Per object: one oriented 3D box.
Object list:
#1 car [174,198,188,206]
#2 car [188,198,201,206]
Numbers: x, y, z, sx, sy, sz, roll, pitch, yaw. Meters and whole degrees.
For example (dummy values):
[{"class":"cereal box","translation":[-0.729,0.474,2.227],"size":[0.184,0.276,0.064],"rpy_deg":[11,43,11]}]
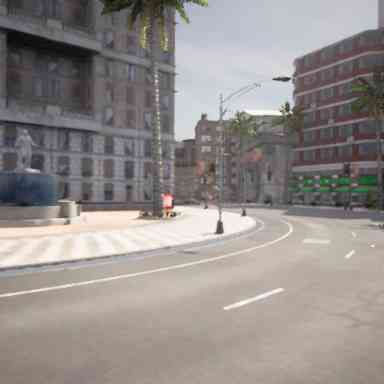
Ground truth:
[{"class":"car","translation":[-3.102,1.910,62.458],"size":[1.994,1.385,4.181],"rpy_deg":[1,0,-33]},{"class":"car","translation":[-0.158,1.889,64.353],"size":[1.837,1.490,4.892],"rpy_deg":[1,-1,-33]}]
